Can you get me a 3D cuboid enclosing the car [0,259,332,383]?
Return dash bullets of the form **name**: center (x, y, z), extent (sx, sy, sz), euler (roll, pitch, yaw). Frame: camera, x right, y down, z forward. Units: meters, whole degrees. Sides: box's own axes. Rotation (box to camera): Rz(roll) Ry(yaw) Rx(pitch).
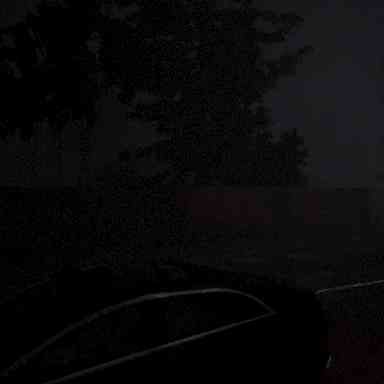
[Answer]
- **car**: center (-0.843, 1.474, 2.989), extent (4.902, 1.511, 2.128), euler (0, 0, -32)
